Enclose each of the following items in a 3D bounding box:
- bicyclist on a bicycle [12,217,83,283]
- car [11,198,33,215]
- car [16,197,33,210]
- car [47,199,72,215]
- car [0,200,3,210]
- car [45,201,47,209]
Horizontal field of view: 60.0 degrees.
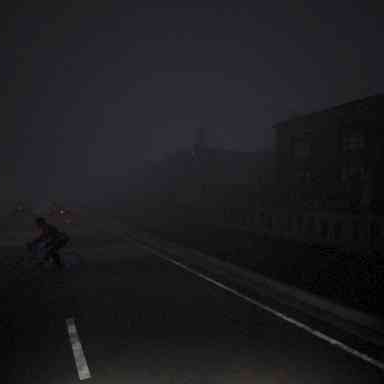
[{"bbox_3d":[-3.637,1.453,8.413,1.656,1.620,0.582,-2,1,-25],"label":"bicyclist on a bicycle"},{"bbox_3d":[-17.144,1.547,33.564,2.033,1.411,5.357,0,0,-25],"label":"car"},{"bbox_3d":[-21.955,1.504,43.662,1.837,1.490,4.892,0,0,-25],"label":"car"},{"bbox_3d":[-13.282,1.600,33.567,1.895,1.301,4.718,0,0,-25],"label":"car"},{"bbox_3d":[-24.908,1.477,41.707,1.882,1.535,5.008,0,0,-25],"label":"car"},{"bbox_3d":[-17.688,1.563,42.787,1.994,1.385,4.181,0,0,-26],"label":"car"}]
